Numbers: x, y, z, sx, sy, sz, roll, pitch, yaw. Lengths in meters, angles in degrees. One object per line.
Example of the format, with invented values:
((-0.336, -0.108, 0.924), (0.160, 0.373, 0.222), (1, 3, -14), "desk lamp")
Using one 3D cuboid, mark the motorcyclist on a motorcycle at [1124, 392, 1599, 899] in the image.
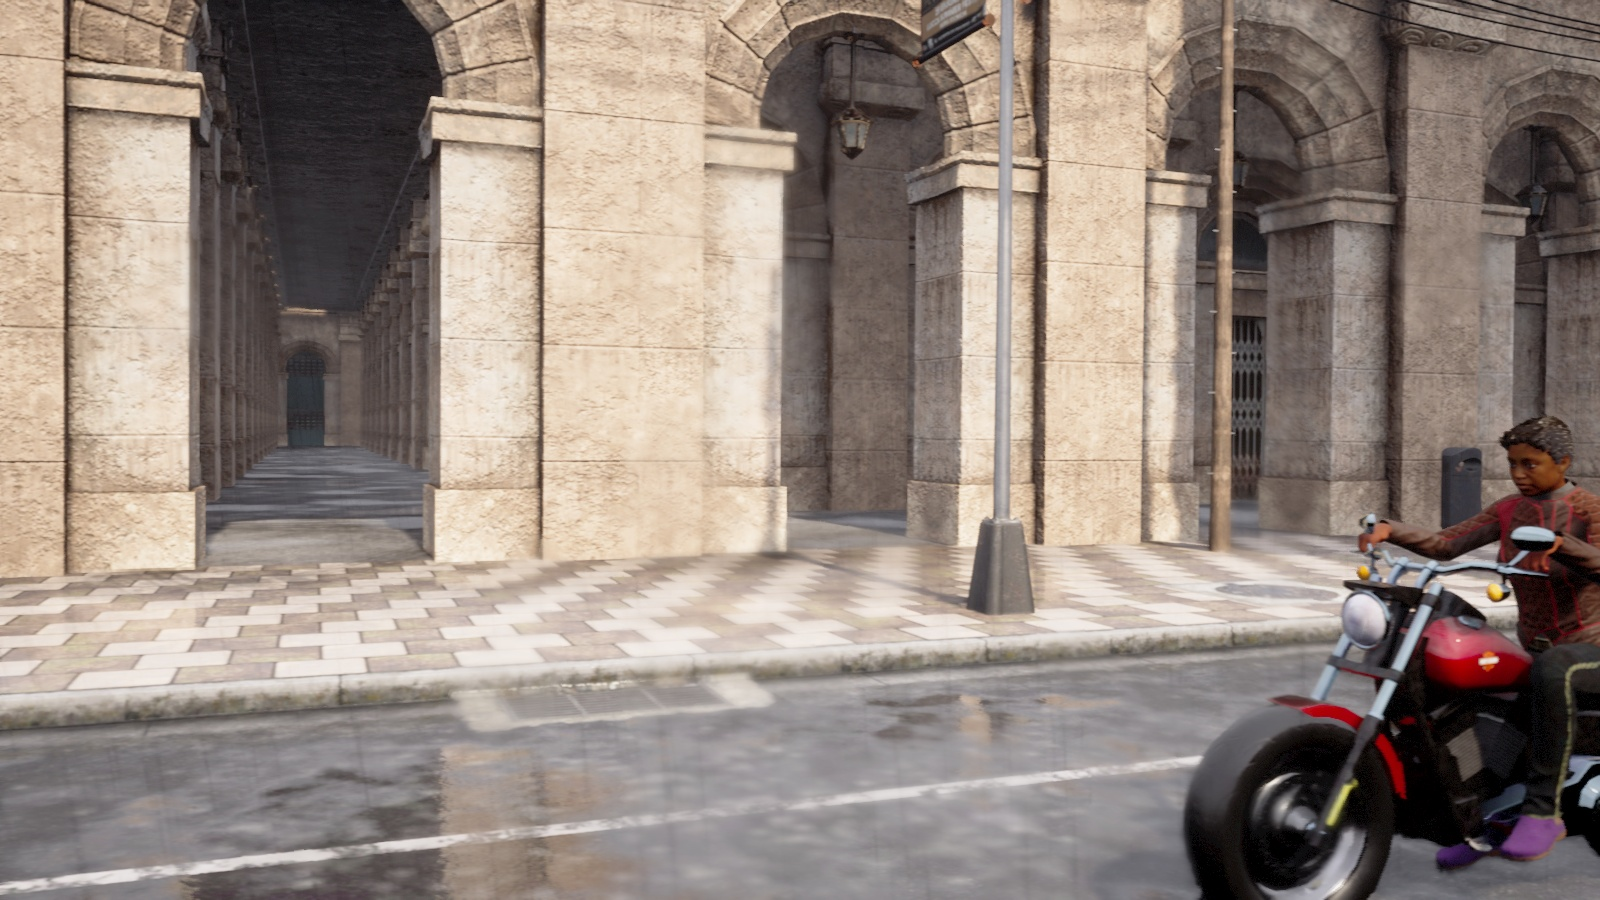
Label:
((2.296, 0.647, 4.134), (2.350, 1.649, 0.766), (-1, 1, -21), "motorcyclist on a motorcycle")
